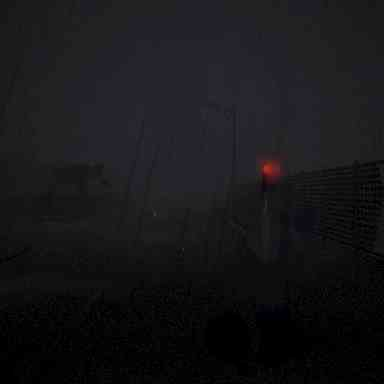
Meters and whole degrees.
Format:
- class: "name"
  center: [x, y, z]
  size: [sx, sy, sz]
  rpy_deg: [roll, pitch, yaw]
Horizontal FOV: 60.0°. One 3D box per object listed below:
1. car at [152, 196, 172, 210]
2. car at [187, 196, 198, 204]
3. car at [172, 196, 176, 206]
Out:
- class: "car"
  center: [-4.029, 1.564, 43.362]
  size: [1.994, 1.385, 4.181]
  rpy_deg: [0, 0, 0]
- class: "car"
  center: [0.101, 1.505, 63.160]
  size: [1.837, 1.490, 4.892]
  rpy_deg: [0, 0, 0]
- class: "car"
  center: [-4.007, 1.478, 53.433]
  size: [1.882, 1.535, 5.008]
  rpy_deg: [0, 0, 0]
